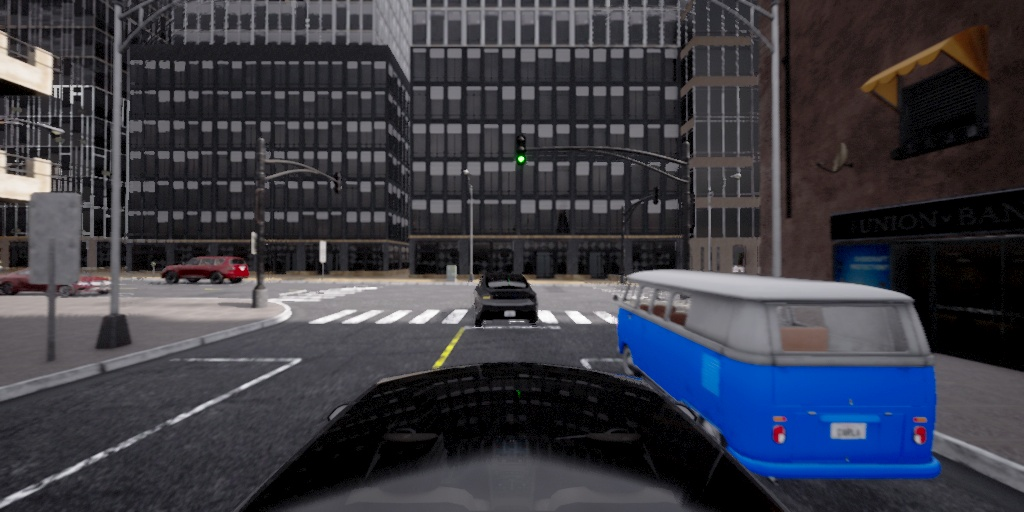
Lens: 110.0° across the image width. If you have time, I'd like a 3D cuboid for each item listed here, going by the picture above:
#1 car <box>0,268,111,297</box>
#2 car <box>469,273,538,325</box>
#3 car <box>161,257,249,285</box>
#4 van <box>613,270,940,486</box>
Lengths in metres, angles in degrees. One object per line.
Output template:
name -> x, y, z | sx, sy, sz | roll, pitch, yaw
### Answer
car -> -20.838, 1.147, 16.414 | 4.207, 1.307, 1.802 | 0, 0, 0
car -> -0.374, 1.300, 12.052 | 1.837, 1.490, 4.892 | 1, 0, -8
car -> -20.877, 0.964, 24.553 | 5.009, 1.841, 2.192 | 0, 0, 0
van -> 2.565, 1.106, 4.583 | 1.690, 1.789, 3.998 | 0, 0, 0
